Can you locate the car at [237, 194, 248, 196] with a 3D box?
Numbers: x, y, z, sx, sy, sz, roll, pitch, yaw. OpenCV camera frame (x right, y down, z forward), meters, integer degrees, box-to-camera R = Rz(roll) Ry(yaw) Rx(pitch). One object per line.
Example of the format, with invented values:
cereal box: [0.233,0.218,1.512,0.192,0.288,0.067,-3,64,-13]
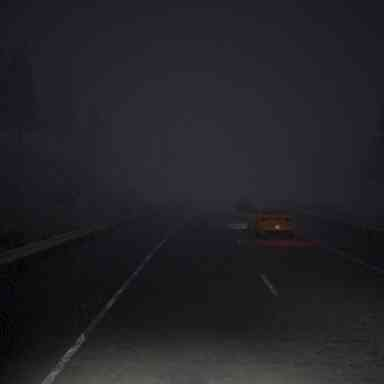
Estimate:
car: [13.675,1.413,94.028,2.097,1.767,4.553,0,0,17]

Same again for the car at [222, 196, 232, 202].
car: [8.228,1.649,78.135,1.882,1.535,5.008,0,0,14]

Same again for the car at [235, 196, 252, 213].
car: [6.007,1.563,38.172,1.882,1.535,5.008,0,0,7]

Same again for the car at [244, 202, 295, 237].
car: [4.237,1.520,18.371,1.882,1.535,5.008,0,0,3]
